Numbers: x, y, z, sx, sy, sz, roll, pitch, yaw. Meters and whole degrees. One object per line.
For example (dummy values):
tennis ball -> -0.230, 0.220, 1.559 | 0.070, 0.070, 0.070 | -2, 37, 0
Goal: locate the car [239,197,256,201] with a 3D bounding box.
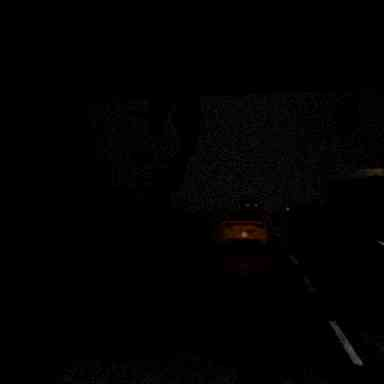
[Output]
car -> 5.136, 1.211, 30.797 | 2.097, 1.767, 4.553 | 0, 0, 10

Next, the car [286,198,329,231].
car -> 6.809, 1.403, 20.023 | 1.882, 1.535, 5.008 | 0, 1, 10

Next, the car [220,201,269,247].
car -> 2.357, 1.409, 14.806 | 1.882, 1.535, 5.008 | 0, 1, 10
